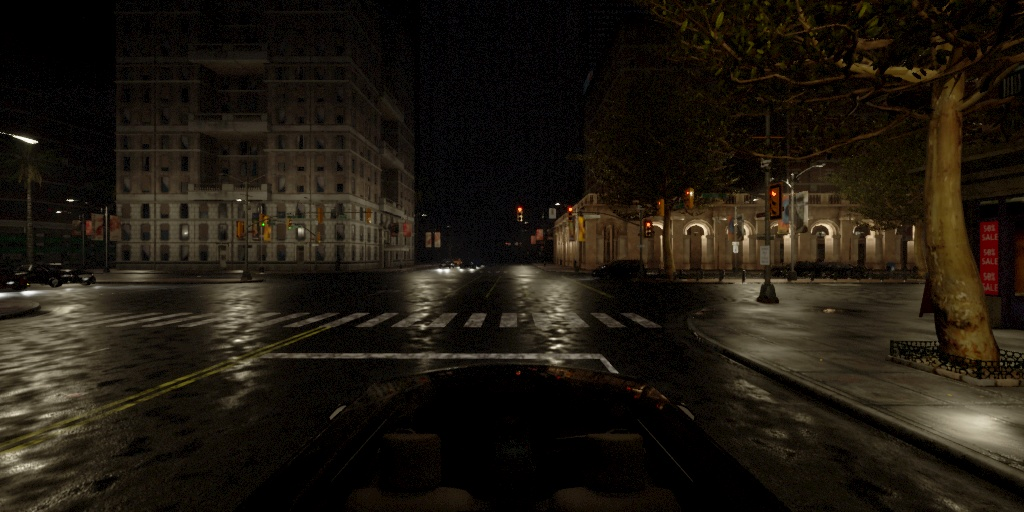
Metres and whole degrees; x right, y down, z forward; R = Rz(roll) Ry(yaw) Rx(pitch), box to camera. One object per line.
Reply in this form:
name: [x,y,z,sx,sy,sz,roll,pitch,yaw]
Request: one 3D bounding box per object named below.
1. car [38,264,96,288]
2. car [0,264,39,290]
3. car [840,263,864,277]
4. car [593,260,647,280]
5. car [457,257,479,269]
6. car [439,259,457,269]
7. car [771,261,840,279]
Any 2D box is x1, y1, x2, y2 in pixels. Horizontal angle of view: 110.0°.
car: [-30.233,1.242,23.421,4.902,1.511,2.128,0,0,1]
car: [-29.793,1.314,19.910,4.181,1.385,1.994,0,0,1]
car: [30.635,1.297,34.591,5.357,1.411,2.033,0,0,1]
car: [9.215,1.314,31.272,4.181,1.385,1.994,0,0,0]
car: [-6.916,1.102,56.804,2.097,1.767,4.553,0,0,1]
car: [-10.412,1.242,57.249,2.128,1.511,4.902,0,0,1]
car: [24.863,1.227,31.139,5.008,1.535,1.882,0,0,0]
